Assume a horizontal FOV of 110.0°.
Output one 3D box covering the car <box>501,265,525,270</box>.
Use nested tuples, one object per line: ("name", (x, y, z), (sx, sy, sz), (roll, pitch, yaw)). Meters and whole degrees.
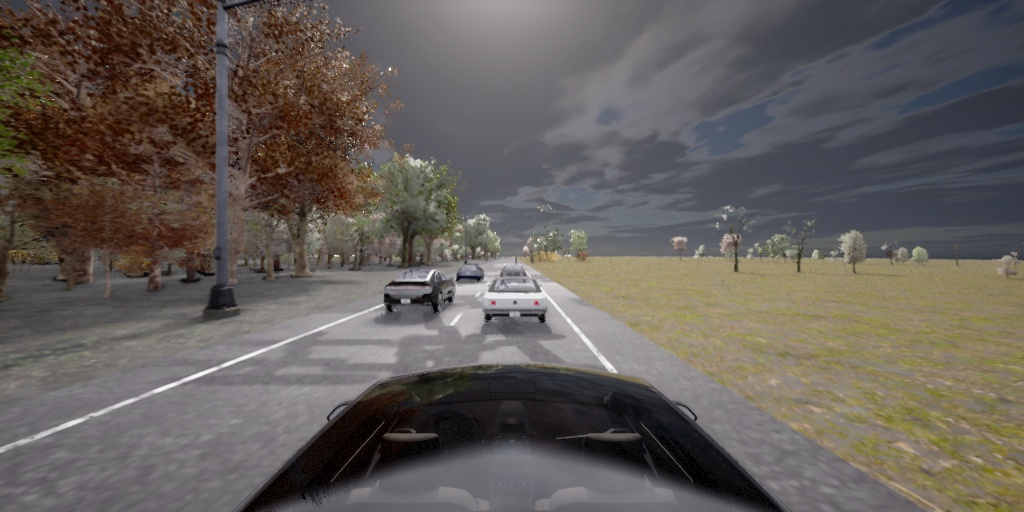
("car", (0.093, 1.339, 27.592), (1.895, 1.301, 4.718), (0, 0, 0))

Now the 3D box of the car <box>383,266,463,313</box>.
("car", (-3.406, 1.235, 13.922), (2.128, 1.511, 4.902), (0, 0, 0))

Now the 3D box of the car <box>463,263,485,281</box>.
("car", (-3.405, 1.301, 29.826), (1.994, 1.385, 4.181), (0, 0, 0))

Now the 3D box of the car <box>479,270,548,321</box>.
("car", (0.092, 1.346, 12.288), (1.895, 1.301, 4.718), (0, 0, 0))
